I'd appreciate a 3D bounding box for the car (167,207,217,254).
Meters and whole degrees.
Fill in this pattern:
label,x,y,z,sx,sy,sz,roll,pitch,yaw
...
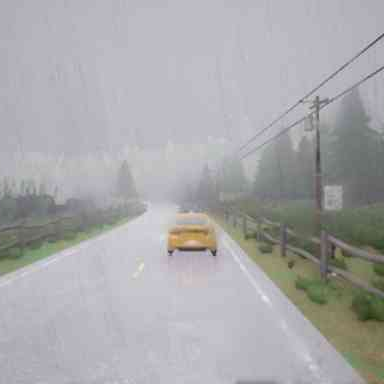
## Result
label,x,y,z,sx,sy,sz,roll,pitch,yaw
car,0.024,1.639,14.221,1.882,1.535,5.008,0,0,0

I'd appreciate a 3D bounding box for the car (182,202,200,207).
label,x,y,z,sx,sy,sz,roll,pitch,yaw
car,-0.116,1.673,28.434,2.097,1.767,4.553,0,-1,-1

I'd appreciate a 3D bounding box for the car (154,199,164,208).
label,x,y,z,sx,sy,sz,roll,pitch,yaw
car,-6.477,2.235,64.889,1.837,1.490,4.892,0,0,-8
